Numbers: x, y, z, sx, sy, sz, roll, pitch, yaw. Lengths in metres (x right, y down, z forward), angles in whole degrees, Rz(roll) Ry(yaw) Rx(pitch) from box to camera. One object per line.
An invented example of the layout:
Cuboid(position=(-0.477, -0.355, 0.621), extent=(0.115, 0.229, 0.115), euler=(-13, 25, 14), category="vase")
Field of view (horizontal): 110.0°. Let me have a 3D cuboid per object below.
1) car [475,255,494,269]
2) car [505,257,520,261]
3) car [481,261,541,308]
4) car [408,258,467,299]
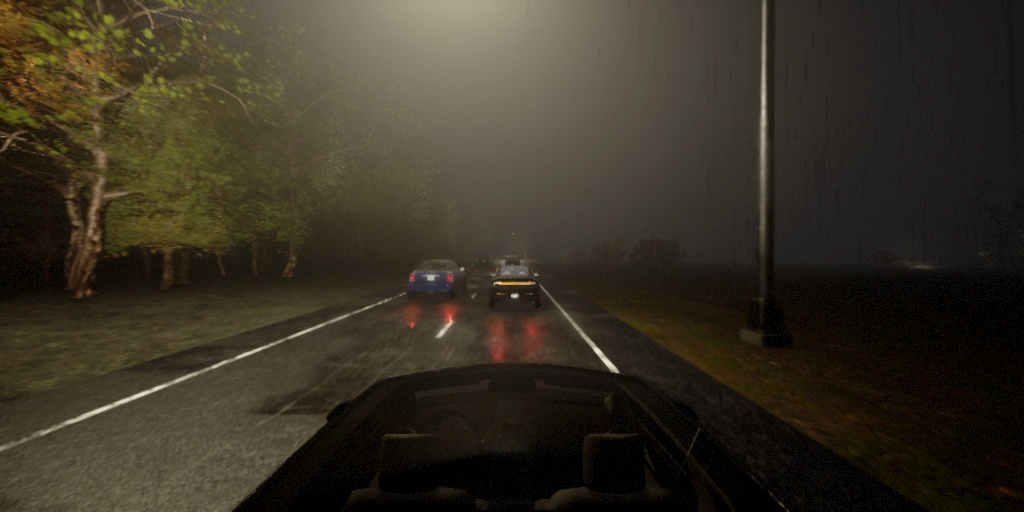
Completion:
Cuboid(position=(-3.415, 0.663, 45.363), extent=(2.097, 1.767, 4.553), euler=(0, 1, 0), category="car")
Cuboid(position=(0.084, 0.807, 44.860), extent=(2.128, 1.511, 4.902), euler=(0, 1, 0), category="car")
Cuboid(position=(0.096, 1.114, 14.472), extent=(2.128, 1.511, 4.902), euler=(0, 0, 0), category="car")
Cuboid(position=(-3.404, 0.950, 17.180), extent=(2.097, 1.767, 4.553), euler=(0, 1, 0), category="car")
